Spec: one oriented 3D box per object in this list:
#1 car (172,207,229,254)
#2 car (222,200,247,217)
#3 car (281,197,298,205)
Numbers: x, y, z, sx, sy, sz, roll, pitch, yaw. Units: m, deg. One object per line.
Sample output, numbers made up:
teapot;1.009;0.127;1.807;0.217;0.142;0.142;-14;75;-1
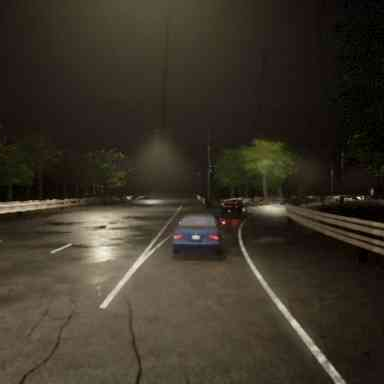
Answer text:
car;0.357;1.563;13.620;2.033;1.411;5.357;0;0;5
car;4.110;1.528;32.229;2.128;1.511;4.902;0;0;18
car;16.742;1.604;56.939;1.994;1.385;4.181;0;0;37
